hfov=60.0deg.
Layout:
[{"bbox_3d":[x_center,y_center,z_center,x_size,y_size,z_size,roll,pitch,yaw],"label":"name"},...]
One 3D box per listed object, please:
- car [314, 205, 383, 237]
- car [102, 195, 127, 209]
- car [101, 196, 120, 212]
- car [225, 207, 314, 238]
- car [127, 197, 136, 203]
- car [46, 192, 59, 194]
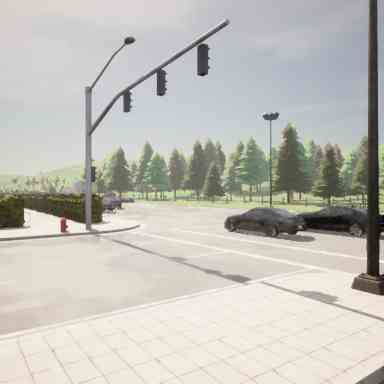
[{"bbox_3d":[7.969,1.477,18.231,1.882,1.535,5.008,0,0,-39],"label":"car"},{"bbox_3d":[-11.091,1.492,45.027,2.128,1.511,4.902,0,0,-35],"label":"car"},{"bbox_3d":[-10.508,1.547,37.998,2.033,1.411,5.357,0,0,-34],"label":"car"},{"bbox_3d":[3.796,1.526,17.804,1.812,1.442,4.674,0,0,-38],"label":"car"},{"bbox_3d":[-13.108,1.601,66.513,1.895,1.301,4.718,0,0,-35],"label":"car"},{"bbox_3d":[-24.219,1.223,57.779,2.150,2.045,5.566,0,0,-34],"label":"car"}]
